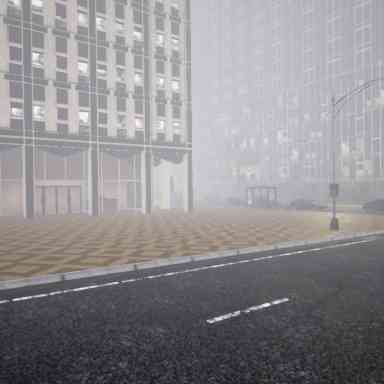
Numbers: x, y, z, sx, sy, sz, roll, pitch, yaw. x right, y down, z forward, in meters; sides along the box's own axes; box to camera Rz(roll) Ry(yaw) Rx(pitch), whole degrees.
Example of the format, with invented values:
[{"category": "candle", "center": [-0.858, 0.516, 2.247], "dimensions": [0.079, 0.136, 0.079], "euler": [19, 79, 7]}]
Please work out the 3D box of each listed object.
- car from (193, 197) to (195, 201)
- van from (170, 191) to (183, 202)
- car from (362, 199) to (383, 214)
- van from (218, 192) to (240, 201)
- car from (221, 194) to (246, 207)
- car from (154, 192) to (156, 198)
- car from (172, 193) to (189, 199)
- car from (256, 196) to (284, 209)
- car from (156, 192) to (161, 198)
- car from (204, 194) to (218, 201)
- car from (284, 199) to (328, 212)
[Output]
[{"category": "car", "center": [-1.579, 1.090, 62.589], "dimensions": [2.033, 1.411, 5.357], "euler": [-1, 1, -34]}, {"category": "van", "center": [-3.120, 0.937, 60.112], "dimensions": [1.690, 1.788, 3.998], "euler": [0, 1, -34]}, {"category": "car", "center": [19.009, 1.404, 32.240], "dimensions": [1.812, 1.442, 4.674], "euler": [-1, 1, -34]}, {"category": "van", "center": [7.006, 0.855, 60.134], "dimensions": [1.690, 1.788, 3.998], "euler": [0, 1, -34]}, {"category": "car", "center": [6.439, 1.319, 45.997], "dimensions": [1.947, 1.339, 4.313], "euler": [0, 1, -34]}, {"category": "car", "center": [-9.002, 0.686, 83.616], "dimensions": [1.967, 1.590, 4.097], "euler": [0, 1, -34]}, {"category": "car", "center": [-2.598, 0.936, 74.226], "dimensions": [1.802, 1.307, 4.206], "euler": [0, 1, -34]}, {"category": "car", "center": [9.592, 1.388, 41.269], "dimensions": [1.802, 1.307, 4.206], "euler": [0, 1, -34]}, {"category": "car", "center": [-5.800, 0.615, 78.919], "dimensions": [2.192, 1.841, 5.009], "euler": [0, 1, -34]}, {"category": "car", "center": [3.805, 1.043, 64.833], "dimensions": [1.802, 1.307, 4.206], "euler": [0, 1, -34]}, {"category": "car", "center": [12.780, 1.423, 36.561], "dimensions": [1.947, 1.339, 4.313], "euler": [0, 1, -34]}]
